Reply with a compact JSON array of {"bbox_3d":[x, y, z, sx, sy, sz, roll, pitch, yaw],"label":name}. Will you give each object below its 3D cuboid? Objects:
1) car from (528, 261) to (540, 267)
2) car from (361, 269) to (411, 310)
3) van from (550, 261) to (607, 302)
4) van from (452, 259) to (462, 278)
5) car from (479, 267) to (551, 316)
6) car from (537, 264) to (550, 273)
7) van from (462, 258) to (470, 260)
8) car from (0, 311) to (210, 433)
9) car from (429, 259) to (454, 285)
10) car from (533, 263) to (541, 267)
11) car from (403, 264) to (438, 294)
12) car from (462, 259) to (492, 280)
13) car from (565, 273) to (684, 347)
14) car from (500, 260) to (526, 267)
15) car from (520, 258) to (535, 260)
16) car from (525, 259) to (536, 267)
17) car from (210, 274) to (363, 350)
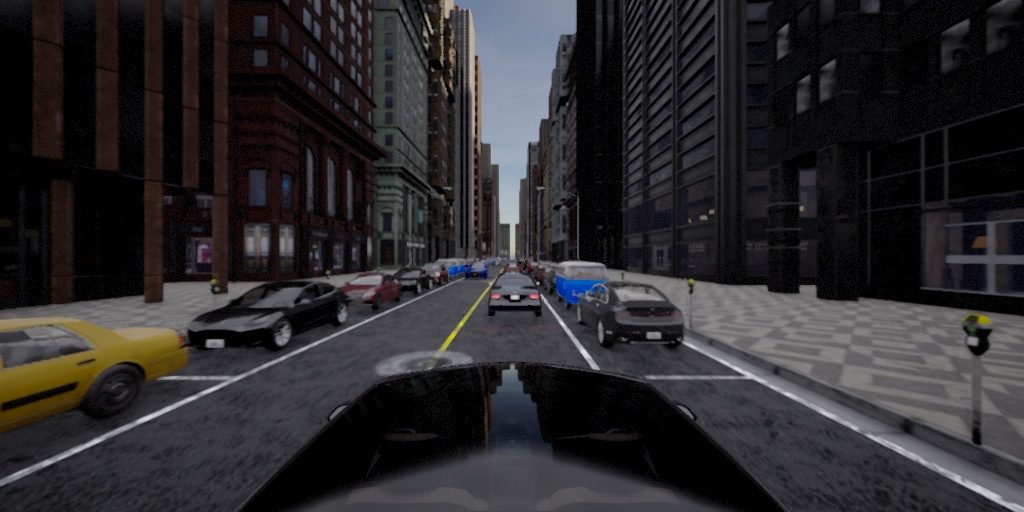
[{"bbox_3d":[2.761,1.372,31.704,2.007,1.370,4.403,0,0,0],"label":"car"},{"bbox_3d":[-5.763,1.360,14.779,1.802,1.307,4.207,0,0,0],"label":"car"},{"bbox_3d":[2.762,1.119,14.796,1.690,1.789,3.998,0,0,0],"label":"van"},{"bbox_3d":[-5.764,1.162,31.688,1.690,1.789,3.998,0,0,0],"label":"van"},{"bbox_3d":[0.094,1.323,13.513,2.033,1.411,5.357,0,0,0],"label":"car"},{"bbox_3d":[2.762,1.343,20.432,2.007,1.370,4.403,0,0,0],"label":"car"},{"bbox_3d":[-5.764,1.178,37.325,1.690,1.789,3.998,0,0,0],"label":"van"},{"bbox_3d":[-5.763,1.279,3.336,1.751,1.417,4.829,0,0,0],"label":"car"},{"bbox_3d":[-5.763,1.246,26.052,1.967,1.591,4.097,0,0,0],"label":"car"},{"bbox_3d":[2.762,1.389,26.068,1.802,1.307,4.207,0,0,0],"label":"car"},{"bbox_3d":[-5.763,1.358,20.415,1.948,1.339,4.313,0,0,0],"label":"car"},{"bbox_3d":[-3.100,1.302,32.562,1.882,1.535,5.008,0,0,0],"label":"car"},{"bbox_3d":[2.762,1.316,9.159,2.007,1.370,4.403,0,0,0],"label":"car"},{"bbox_3d":[0.097,1.355,34.480,1.812,1.442,4.674,0,0,0],"label":"car"},{"bbox_3d":[2.761,1.203,54.248,2.192,1.841,5.009,0,0,0],"label":"car"},{"bbox_3d":[2.761,1.399,42.976,1.888,1.381,4.507,0,0,0],"label":"car"},{"bbox_3d":[-5.763,1.331,9.142,1.948,1.339,4.313,0,0,0],"label":"car"}]
